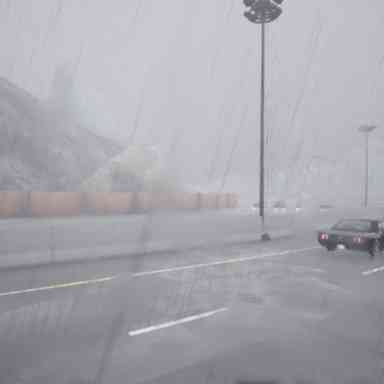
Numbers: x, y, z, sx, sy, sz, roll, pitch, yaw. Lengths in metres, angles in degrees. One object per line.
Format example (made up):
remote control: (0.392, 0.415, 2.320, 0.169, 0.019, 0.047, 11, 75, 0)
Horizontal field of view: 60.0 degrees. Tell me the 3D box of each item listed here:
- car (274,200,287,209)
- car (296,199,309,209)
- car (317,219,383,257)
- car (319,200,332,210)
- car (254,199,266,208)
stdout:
car: (14.919, 2.059, 55.942, 1.994, 1.385, 4.181, 0, 0, 17)
car: (18.915, 2.029, 57.057, 2.128, 1.511, 4.902, 0, 0, 16)
car: (7.172, 1.753, 13.662, 4.718, 1.301, 1.895, 1, 0, -41)
car: (21.958, 2.098, 54.825, 2.033, 1.411, 5.357, 0, 0, 17)
car: (11.936, 1.959, 58.107, 1.882, 1.535, 5.008, 0, -1, 16)
